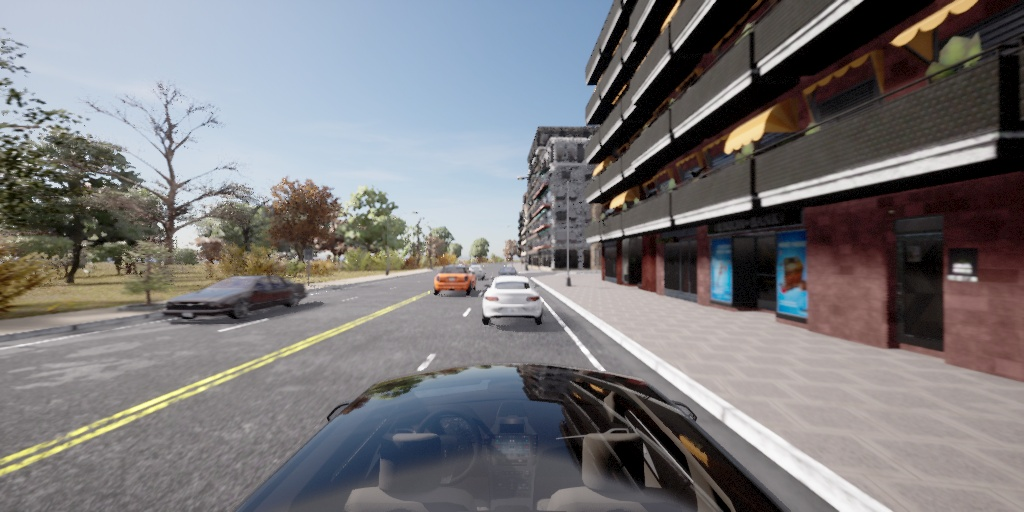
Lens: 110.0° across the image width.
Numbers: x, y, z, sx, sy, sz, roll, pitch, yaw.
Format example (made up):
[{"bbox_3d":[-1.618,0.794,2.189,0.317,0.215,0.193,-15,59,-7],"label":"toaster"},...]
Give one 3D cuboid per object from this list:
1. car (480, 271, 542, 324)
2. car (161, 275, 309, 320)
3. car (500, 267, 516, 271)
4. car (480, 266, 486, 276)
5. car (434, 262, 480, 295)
[{"bbox_3d":[0.004,1.403,12.457,1.812,1.442,4.674,0,-1,0],"label":"car"},{"bbox_3d":[-9.937,1.442,13.611,2.033,1.411,5.357,0,-1,-1],"label":"car"},{"bbox_3d":[-0.373,1.671,32.824,2.033,1.411,5.357,0,-1,-1],"label":"car"},{"bbox_3d":[-3.851,1.725,38.833,1.812,1.442,4.674,0,-1,-2],"label":"car"},{"bbox_3d":[-3.389,1.346,22.115,2.097,1.767,4.553,0,-1,-1],"label":"car"}]
